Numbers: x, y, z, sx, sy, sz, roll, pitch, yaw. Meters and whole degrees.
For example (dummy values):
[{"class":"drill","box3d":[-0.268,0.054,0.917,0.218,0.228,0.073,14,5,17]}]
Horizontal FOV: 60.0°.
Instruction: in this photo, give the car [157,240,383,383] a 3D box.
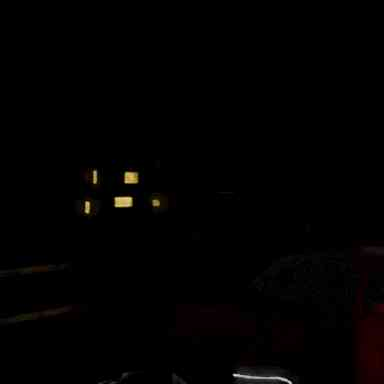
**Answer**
[{"class":"car","box3d":[1.908,1.483,4.501,5.008,1.535,1.882,0,0,-36]}]
